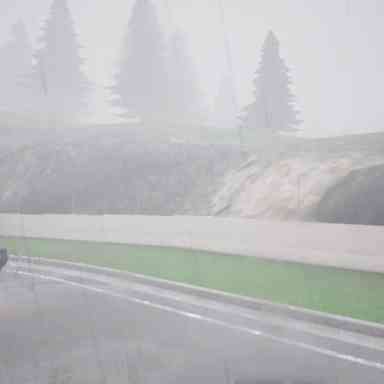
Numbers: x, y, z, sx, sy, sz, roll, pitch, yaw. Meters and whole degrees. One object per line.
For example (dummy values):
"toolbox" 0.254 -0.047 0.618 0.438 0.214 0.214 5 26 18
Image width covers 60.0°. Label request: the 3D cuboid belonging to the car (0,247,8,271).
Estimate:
"car" -7.024 1.593 8.334 4.718 1.301 1.895 0 0 24
